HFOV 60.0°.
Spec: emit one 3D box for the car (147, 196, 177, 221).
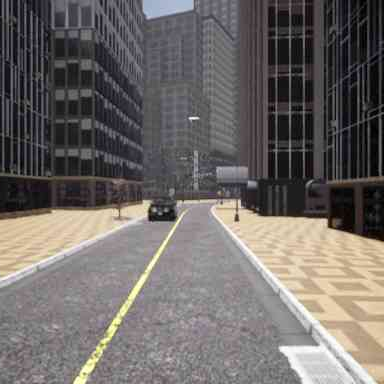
[{"bbox_3d":[-2.438,1.359,28.623,2.150,2.045,5.566,0,0,1],"label":"car"}]
